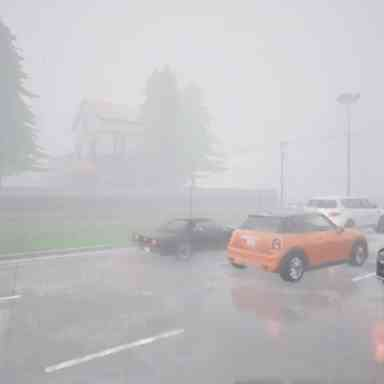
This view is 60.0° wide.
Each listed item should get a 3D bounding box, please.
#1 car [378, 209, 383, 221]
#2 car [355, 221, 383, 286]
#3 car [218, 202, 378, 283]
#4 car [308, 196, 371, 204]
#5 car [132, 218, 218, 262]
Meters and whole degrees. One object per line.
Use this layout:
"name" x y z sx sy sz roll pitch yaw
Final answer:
"car" 10.721 1.469 15.274 5.008 1.535 1.882 0 0 -36
"car" 6.152 1.487 7.688 4.902 1.511 2.128 0 0 -36
"car" 3.266 1.348 9.928 4.553 1.767 2.097 0 0 -36
"car" 8.280 1.214 17.827 5.566 2.045 2.150 0 0 -36
"car" 0.350 1.597 12.129 4.718 1.301 1.895 0 0 -36
